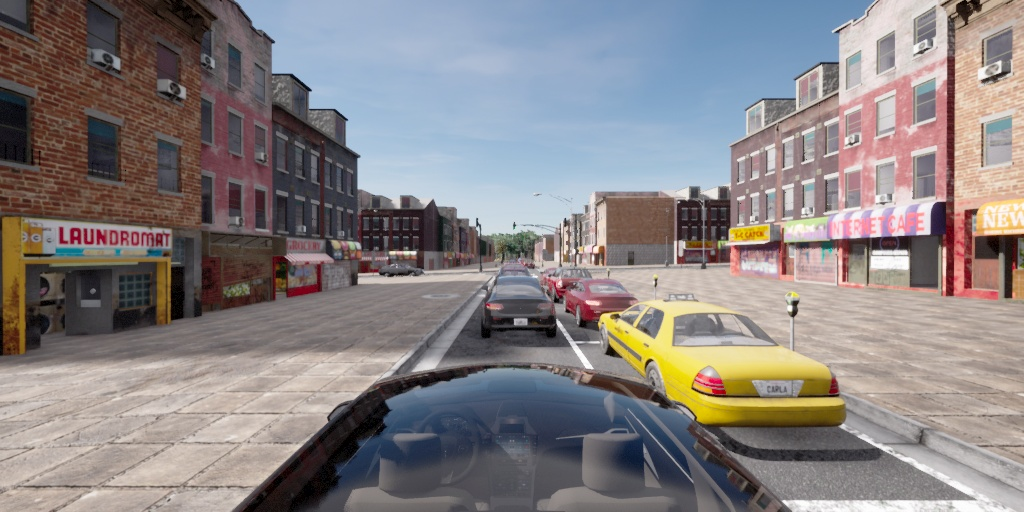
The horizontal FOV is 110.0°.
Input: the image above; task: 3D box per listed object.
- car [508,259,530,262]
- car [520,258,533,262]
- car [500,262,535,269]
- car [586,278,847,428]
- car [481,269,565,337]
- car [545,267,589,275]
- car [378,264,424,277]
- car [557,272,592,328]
[{"bbox_3d":[0.103,1.248,27.062,1.882,1.535,5.008,0,0,0],"label":"car"},{"bbox_3d":[2.725,1.316,59.437,1.967,1.591,4.097,0,0,0],"label":"car"},{"bbox_3d":[0.112,1.248,17.504,2.128,1.511,4.902,0,0,0],"label":"car"},{"bbox_3d":[2.643,1.275,5.867,1.751,1.417,4.829,0,0,0],"label":"car"},{"bbox_3d":[0.117,1.277,10.152,1.812,1.442,4.674,0,0,-2],"label":"car"},{"bbox_3d":[2.659,1.195,16.630,1.967,1.591,4.097,0,0,0],"label":"car"},{"bbox_3d":[-12.210,1.624,39.632,4.902,1.511,2.128,-2,0,0],"label":"car"},{"bbox_3d":[2.651,1.334,11.164,1.802,1.307,4.207,0,0,0],"label":"car"}]
